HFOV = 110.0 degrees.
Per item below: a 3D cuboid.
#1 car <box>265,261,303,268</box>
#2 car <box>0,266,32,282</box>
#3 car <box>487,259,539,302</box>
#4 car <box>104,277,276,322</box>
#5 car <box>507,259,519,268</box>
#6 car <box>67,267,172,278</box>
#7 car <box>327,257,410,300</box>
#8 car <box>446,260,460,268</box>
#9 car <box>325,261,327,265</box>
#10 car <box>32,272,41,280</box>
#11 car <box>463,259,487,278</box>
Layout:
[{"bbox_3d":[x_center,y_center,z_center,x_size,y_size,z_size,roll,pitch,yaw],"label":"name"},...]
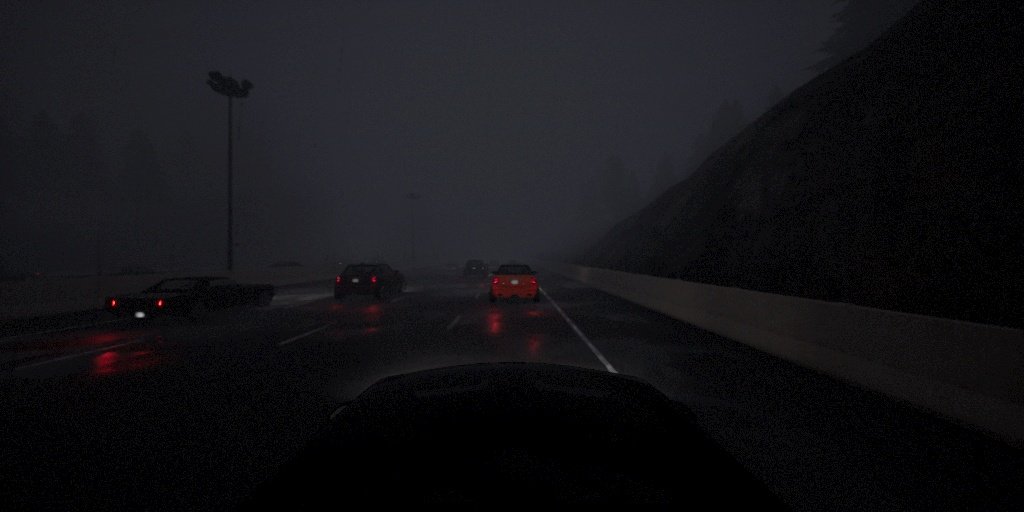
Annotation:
[{"bbox_3d":[-21.049,1.242,33.014,1.837,1.490,4.892,0,0,0],"label":"car"},{"bbox_3d":[-28.078,1.334,17.795,1.895,1.301,4.718,0,0,0],"label":"car"},{"bbox_3d":[0.115,1.103,16.988,2.097,1.767,4.553,0,0,0],"label":"car"},{"bbox_3d":[-10.387,1.345,12.233,1.895,1.301,4.718,0,0,0],"label":"car"},{"bbox_3d":[0.165,1.247,64.149,2.128,1.511,4.902,0,0,0],"label":"car"},{"bbox_3d":[-24.570,1.336,22.636,1.895,1.301,4.718,0,0,0],"label":"car"},{"bbox_3d":[-6.886,1.099,17.891,2.097,1.767,4.553,0,0,0],"label":"car"},{"bbox_3d":[-10.336,1.349,63.386,1.895,1.301,4.718,0,0,0],"label":"car"},{"bbox_3d":[-27.959,1.083,58.644,2.097,1.767,4.553,0,0,1],"label":"car"},{"bbox_3d":[-31.563,1.295,21.454,1.994,1.385,4.181,0,0,0],"label":"car"},{"bbox_3d":[-3.367,1.102,34.014,2.097,1.767,4.553,0,0,0],"label":"car"}]
